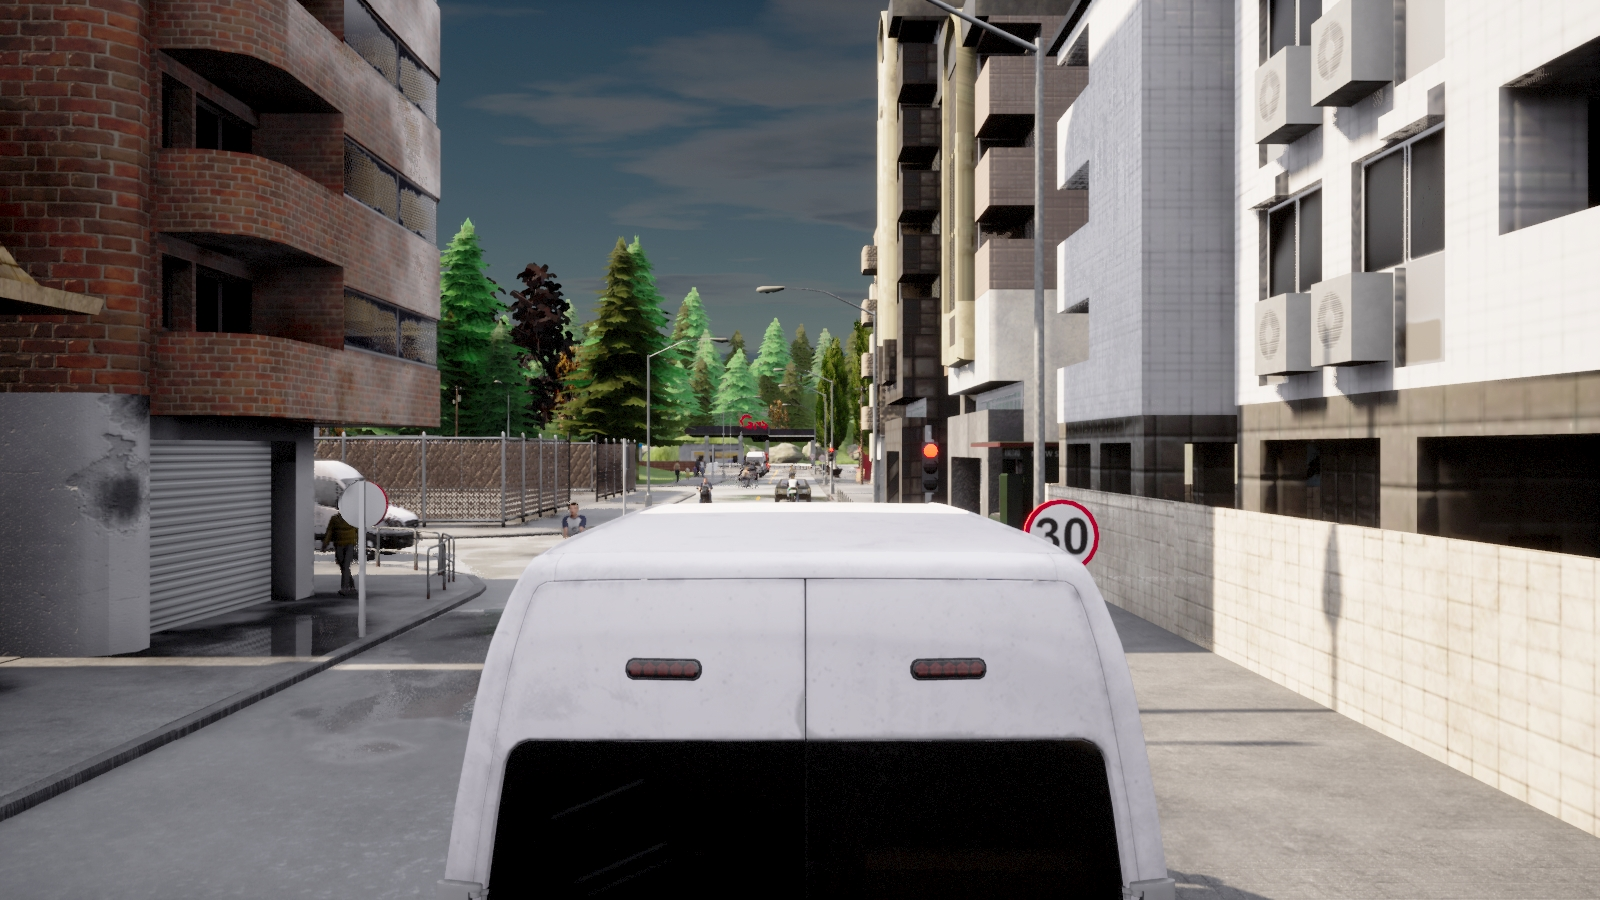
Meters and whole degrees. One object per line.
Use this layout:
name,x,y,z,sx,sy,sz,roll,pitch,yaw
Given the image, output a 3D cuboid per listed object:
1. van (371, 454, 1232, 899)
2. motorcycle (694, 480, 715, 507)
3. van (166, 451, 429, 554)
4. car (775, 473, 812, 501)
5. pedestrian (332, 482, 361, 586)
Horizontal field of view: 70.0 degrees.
van,-0.009,1.312,5.597,1.988,2.561,5.915,0,0,0
motorcycle,-4.334,1.973,52.180,0.803,1.145,2.033,0,0,0
van,-12.862,1.303,29.536,5.915,2.561,1.988,0,0,0
car,-0.339,1.912,60.159,1.895,1.301,4.718,0,0,0
pedestrian,-8.203,1.507,20.659,0.375,1.860,0.375,0,0,-1
